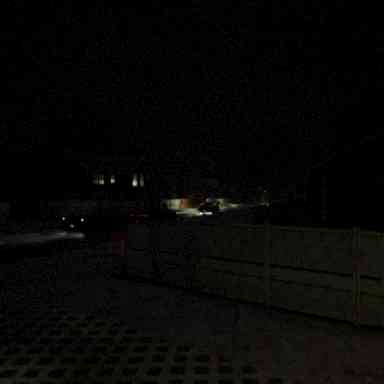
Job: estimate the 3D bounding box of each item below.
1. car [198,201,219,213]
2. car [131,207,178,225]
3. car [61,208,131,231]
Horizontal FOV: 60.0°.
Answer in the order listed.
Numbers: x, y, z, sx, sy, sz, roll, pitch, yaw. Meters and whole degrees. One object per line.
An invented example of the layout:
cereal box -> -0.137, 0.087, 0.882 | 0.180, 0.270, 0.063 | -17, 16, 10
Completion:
car -> 2.353, 1.995, 45.317 | 2.033, 1.411, 5.357 | 1, 0, 18
car -> -2.591, 1.747, 23.517 | 2.128, 1.511, 4.902 | 1, 0, 23
car -> -6.377, 1.762, 22.115 | 1.895, 1.301, 4.718 | 1, 0, 23
